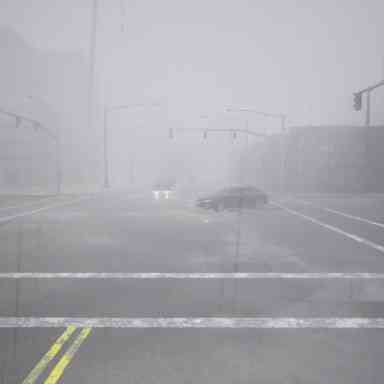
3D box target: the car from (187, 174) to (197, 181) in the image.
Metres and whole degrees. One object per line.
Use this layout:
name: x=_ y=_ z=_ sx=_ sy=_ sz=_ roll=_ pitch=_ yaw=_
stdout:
car: x=0.016 y=-2.975 z=70.906 sx=1.994 sy=1.385 sz=4.181 roll=0 pitch=4 yaw=0

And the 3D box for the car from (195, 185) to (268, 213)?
car: x=2.492 y=0.376 z=20.739 sx=4.892 sy=1.490 sz=1.837 roll=-2 pitch=2 yaw=-29

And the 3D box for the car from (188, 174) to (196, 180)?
car: x=0.019 y=-3.701 z=80.733 sx=2.033 sy=1.411 sz=5.357 roll=0 pitch=4 yaw=0

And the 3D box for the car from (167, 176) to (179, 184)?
car: x=-3.552 y=-2.281 z=61.457 sx=1.895 sy=1.301 sz=4.718 roll=0 pitch=4 yaw=0

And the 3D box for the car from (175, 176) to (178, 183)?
car: x=-3.583 y=-1.694 z=51.338 sx=1.837 sy=1.490 sz=4.892 roll=0 pitch=4 yaw=0

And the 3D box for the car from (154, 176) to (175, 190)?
car: x=-3.588 y=-0.965 z=41.432 sx=1.994 sy=1.385 sz=4.181 roll=0 pitch=4 yaw=0
